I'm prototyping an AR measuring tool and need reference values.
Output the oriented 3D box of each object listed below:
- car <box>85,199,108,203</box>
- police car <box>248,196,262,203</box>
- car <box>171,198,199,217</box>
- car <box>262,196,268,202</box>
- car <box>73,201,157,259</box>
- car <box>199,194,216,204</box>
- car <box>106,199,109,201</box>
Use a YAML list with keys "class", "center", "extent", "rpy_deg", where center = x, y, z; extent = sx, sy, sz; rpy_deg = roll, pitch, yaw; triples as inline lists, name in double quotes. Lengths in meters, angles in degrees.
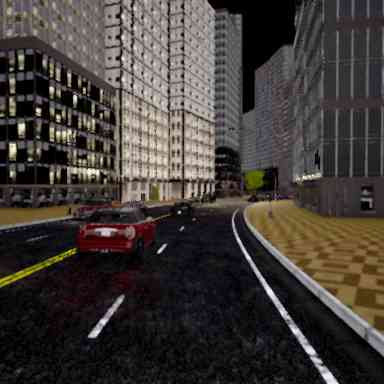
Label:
- class: "car"
  center: [-8.072, 1.380, 27.773]
  extent: [2.097, 1.767, 4.553]
  rpy_deg: [0, 0, 7]
- class: "police car"
  center: [13.878, 1.684, 75.178]
  extent: [1.930, 1.638, 5.238]
  rpy_deg: [0, 0, 19]
- class: "car"
  center: [-0.793, 1.573, 31.894]
  extent: [1.837, 1.490, 4.892]
  rpy_deg: [0, 0, 8]
- class: "car"
  center: [17.251, 1.810, 84.211]
  extent: [1.837, 1.490, 4.892]
  rpy_deg: [1, 0, 22]
- class: "car"
  center: [-2.678, 1.371, 12.892]
  extent: [2.097, 1.767, 4.553]
  rpy_deg: [0, 0, 3]
- class: "car"
  center: [3.359, 1.385, 66.952]
  extent: [2.150, 2.045, 5.566]
  rpy_deg: [0, 0, 17]
- class: "car"
  center: [-4.892, 1.532, 27.065]
  extent: [2.128, 1.511, 4.902]
  rpy_deg: [0, 0, 7]
